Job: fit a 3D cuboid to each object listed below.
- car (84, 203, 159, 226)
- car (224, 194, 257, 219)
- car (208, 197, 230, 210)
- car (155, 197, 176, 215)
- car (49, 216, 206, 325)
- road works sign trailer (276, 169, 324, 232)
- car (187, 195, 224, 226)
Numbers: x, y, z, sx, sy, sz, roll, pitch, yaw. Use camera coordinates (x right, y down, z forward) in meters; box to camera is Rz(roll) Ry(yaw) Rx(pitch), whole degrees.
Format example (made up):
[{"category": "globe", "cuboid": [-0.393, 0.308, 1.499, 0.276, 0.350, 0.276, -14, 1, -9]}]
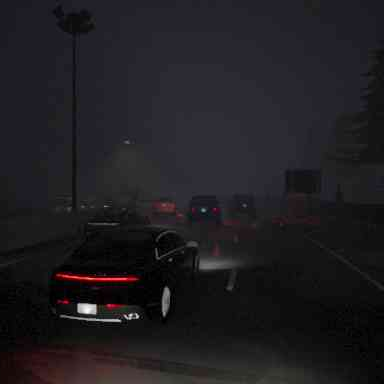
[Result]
[{"category": "car", "cuboid": [-3.289, 1.486, 15.446, 2.128, 1.511, 4.902, 0, 0, 8]}, {"category": "car", "cuboid": [4.306, 1.211, 29.557, 2.150, 2.045, 5.566, 0, 0, 1]}, {"category": "car", "cuboid": [3.356, 1.465, 42.998, 1.882, 1.535, 5.008, 0, 0, -7]}, {"category": "car", "cuboid": [-2.766, 1.341, 34.226, 2.097, 1.767, 4.553, 0, 0, -3]}, {"category": "car", "cuboid": [-1.065, 1.499, 7.245, 1.837, 1.490, 4.892, 0, -1, 11]}, {"category": "road works sign trailer", "cuboid": [6.587, 0.459, 19.229, 2.380, 3.560, 2.880, 0, 0, -15]}, {"category": "car", "cuboid": [0.847, 1.216, 23.244, 2.150, 2.045, 5.566, 0, 0, 3]}]
